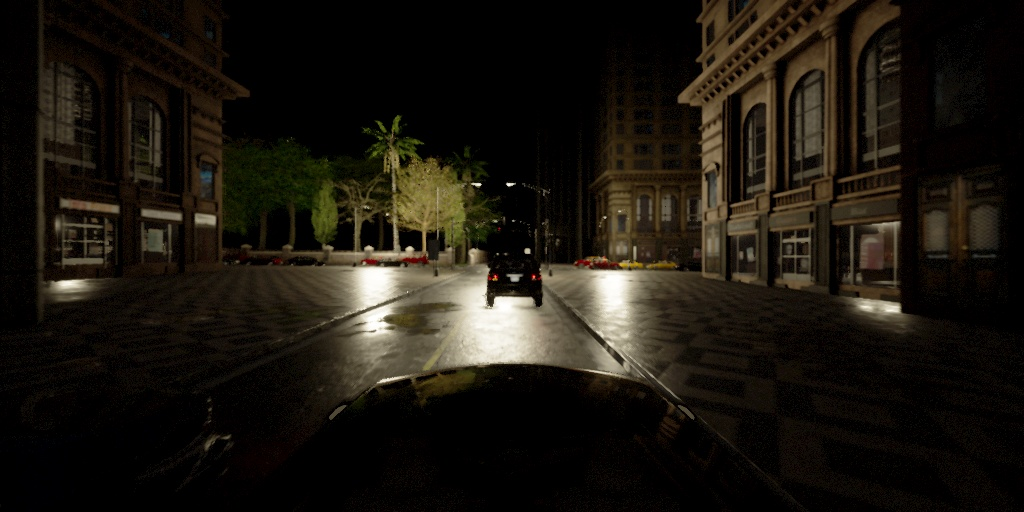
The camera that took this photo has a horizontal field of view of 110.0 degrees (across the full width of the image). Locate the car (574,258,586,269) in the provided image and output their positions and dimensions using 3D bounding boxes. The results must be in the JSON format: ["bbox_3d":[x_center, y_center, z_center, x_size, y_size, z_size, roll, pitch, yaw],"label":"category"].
[{"bbox_3d":[11.872,1.014,54.002,5.009,1.841,2.192,0,0,0],"label":"car"}]

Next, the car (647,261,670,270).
[{"bbox_3d":[22.783,1.373,53.969,4.829,1.417,1.751,0,0,0],"label":"car"}]

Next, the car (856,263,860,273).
[{"bbox_3d":[45.097,1.566,45.377,4.097,1.591,1.967,0,0,0],"label":"car"}]

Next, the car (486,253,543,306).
[{"bbox_3d":[0.102,0.895,15.458,2.150,2.045,5.566,0,0,0],"label":"car"}]

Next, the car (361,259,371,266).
[{"bbox_3d":[-20.490,0.780,54.099,4.507,1.381,1.888,0,0,0],"label":"car"}]

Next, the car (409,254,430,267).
[{"bbox_3d":[-14.966,0.632,54.082,5.009,1.841,2.192,0,0,0],"label":"car"}]

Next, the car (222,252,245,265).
[{"bbox_3d":[-37.077,0.533,45.623,4.403,1.370,2.007,0,0,0],"label":"car"}]

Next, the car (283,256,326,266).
[{"bbox_3d":[-26.029,0.717,45.590,4.313,1.339,1.948,0,0,0],"label":"car"}]

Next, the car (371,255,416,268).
[{"bbox_3d":[-14.981,0.866,45.557,4.403,1.370,2.007,0,0,0],"label":"car"}]

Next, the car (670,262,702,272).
[{"bbox_3d":[22.936,1.412,45.443,4.313,1.339,1.948,0,0,0],"label":"car"}]

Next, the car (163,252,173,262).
[{"bbox_3d":[-42.601,0.477,45.640,4.207,1.307,1.802,0,0,0],"label":"car"}]

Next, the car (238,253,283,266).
[{"bbox_3d":[-31.553,0.612,45.607,4.507,1.381,1.888,0,0,0],"label":"car"}]

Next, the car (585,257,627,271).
[{"bbox_3d":[11.856,1.138,45.476,4.097,1.591,1.967,0,0,0],"label":"car"}]

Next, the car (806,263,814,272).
[{"bbox_3d":[39.556,1.641,45.393,4.207,1.307,1.802,0,0,0],"label":"car"}]

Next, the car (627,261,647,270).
[{"bbox_3d":[17.243,1.300,53.986,4.829,1.417,1.751,0,0,0],"label":"car"}]

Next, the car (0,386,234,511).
[{"bbox_3d":[-2.999,1.306,0.256,2.033,1.411,5.357,0,0,0],"label":"car"}]
